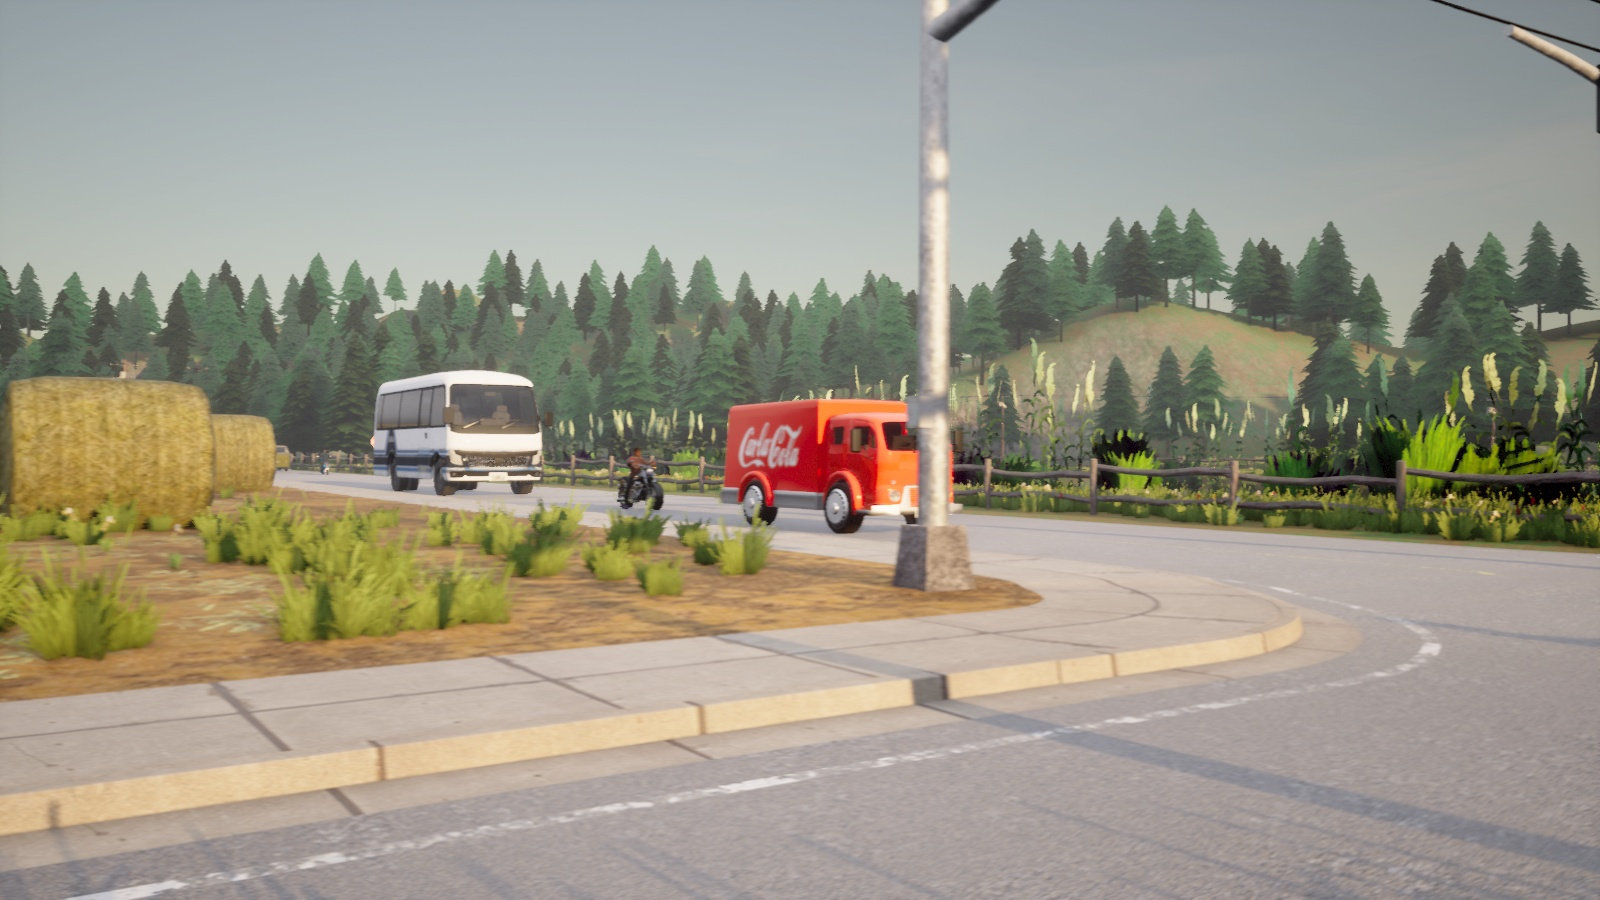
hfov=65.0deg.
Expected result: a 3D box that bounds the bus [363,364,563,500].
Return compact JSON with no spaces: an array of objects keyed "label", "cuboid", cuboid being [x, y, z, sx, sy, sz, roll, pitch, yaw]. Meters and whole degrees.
[{"label":"bus","cuboid":[-12.238,-0.539,44.628,3.944,4.253,10.273,0,0,-32]}]

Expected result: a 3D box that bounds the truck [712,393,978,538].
[{"label":"truck","cuboid":[0.710,0.276,24.254,2.627,2.467,5.204,0,0,-32]}]

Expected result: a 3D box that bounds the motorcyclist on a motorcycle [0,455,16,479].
[{"label":"motorcyclist on a motorcycle","cuboid":[-52.225,1.081,81.507,2.191,1.530,0.866,0,0,-35]}]

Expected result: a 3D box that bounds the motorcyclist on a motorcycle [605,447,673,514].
[{"label":"motorcyclist on a motorcycle","cuboid":[-4.102,0.741,31.831,0.766,1.649,2.350,0,0,-32]}]
